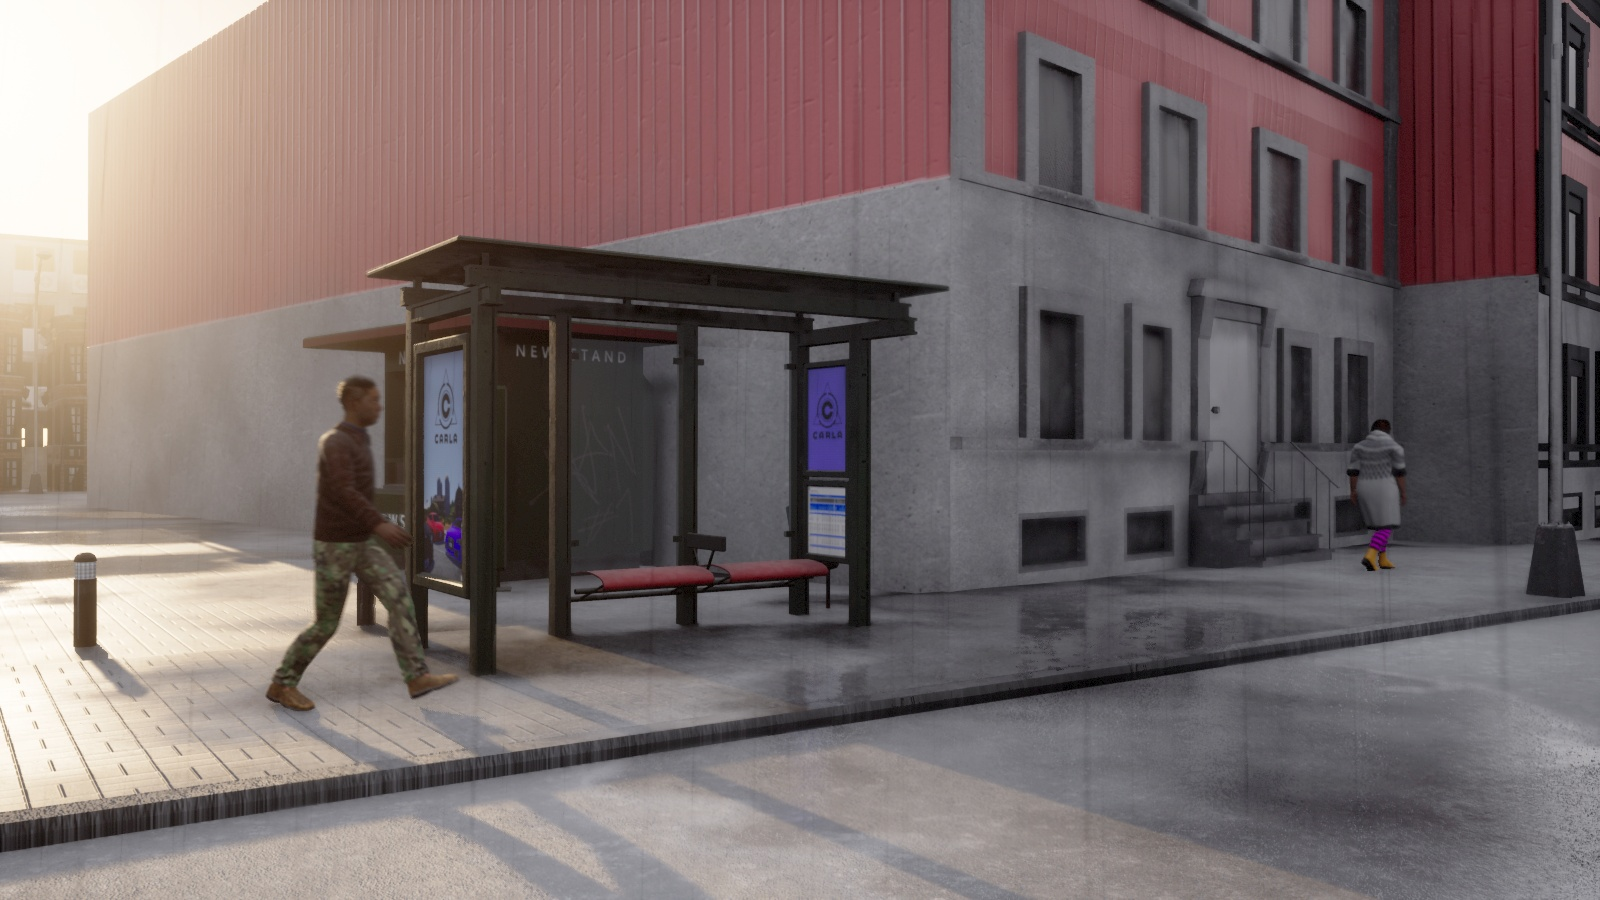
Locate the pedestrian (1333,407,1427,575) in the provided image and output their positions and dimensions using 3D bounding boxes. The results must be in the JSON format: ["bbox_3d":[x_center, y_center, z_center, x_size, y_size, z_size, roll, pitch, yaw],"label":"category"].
[{"bbox_3d":[6.964,0.477,15.086,0.873,1.952,0.659,0,0,-33],"label":"pedestrian"}]

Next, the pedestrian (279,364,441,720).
[{"bbox_3d":[-2.354,0.476,6.746,0.703,1.840,0.431,0,0,5],"label":"pedestrian"}]
